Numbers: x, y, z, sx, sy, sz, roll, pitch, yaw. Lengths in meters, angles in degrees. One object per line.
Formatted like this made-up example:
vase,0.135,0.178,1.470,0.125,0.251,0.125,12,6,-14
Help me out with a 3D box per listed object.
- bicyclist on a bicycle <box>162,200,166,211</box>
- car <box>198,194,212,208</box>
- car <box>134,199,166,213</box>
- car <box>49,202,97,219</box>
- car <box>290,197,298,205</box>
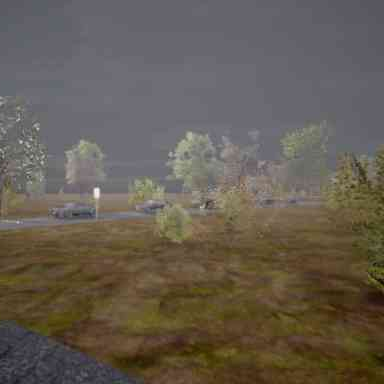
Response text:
bicyclist on a bicycle,-2.346,1.497,30.883,1.656,1.620,0.582,0,0,37
car,1.847,1.278,46.480,2.150,2.045,5.566,0,0,39
car,-4.526,1.576,38.424,1.812,1.442,4.674,0,0,38
car,-10.677,1.609,30.234,1.994,1.385,4.181,0,0,37
car,17.460,1.562,60.123,2.128,1.511,4.902,0,0,42
